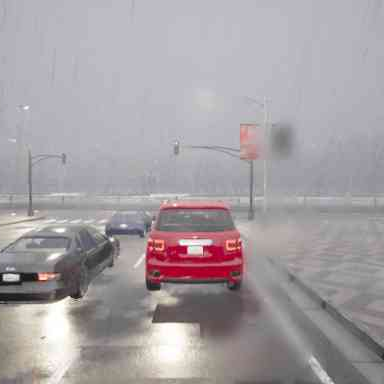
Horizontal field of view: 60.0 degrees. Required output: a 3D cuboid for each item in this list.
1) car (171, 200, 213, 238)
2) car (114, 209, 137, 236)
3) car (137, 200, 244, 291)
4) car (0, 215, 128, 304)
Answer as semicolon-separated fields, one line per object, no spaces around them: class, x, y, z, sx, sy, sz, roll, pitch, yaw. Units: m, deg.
car;-0.036;1.376;18.771;2.097;1.767;4.553;0;0;0
car;-3.278;1.587;17.871;1.994;1.385;4.181;0;0;0
car;0.038;1.233;9.181;2.150;2.045;5.566;0;0;-1
car;-3.202;1.558;8.376;2.033;1.411;5.357;0;0;-1
